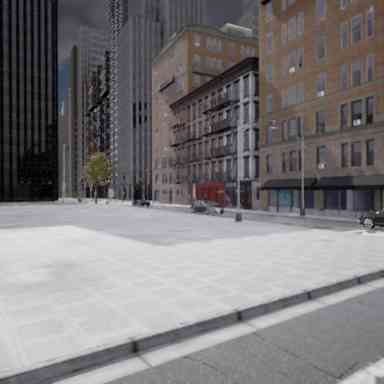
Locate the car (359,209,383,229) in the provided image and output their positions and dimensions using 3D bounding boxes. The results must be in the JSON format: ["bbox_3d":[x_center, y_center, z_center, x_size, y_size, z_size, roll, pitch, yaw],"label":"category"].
[{"bbox_3d":[12.164,1.525,19.315,1.837,1.490,4.892,1,-1,-24],"label":"car"}]

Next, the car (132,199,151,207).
[{"bbox_3d":[-8.362,1.858,54.753,1.895,1.301,4.718,0,0,-26],"label":"car"}]

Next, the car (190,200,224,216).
[{"bbox_3d":[1.528,1.617,34.516,2.128,1.511,4.902,0,0,-26],"label":"car"}]
